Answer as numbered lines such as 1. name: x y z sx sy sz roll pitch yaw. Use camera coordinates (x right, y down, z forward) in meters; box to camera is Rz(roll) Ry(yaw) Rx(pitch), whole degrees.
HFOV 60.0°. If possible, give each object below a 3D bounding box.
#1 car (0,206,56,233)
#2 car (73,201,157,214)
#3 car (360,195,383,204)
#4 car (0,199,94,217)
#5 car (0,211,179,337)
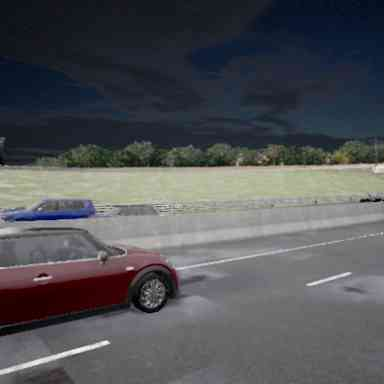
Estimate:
1. car: -11.599 1.746 21.555 4.892 1.490 1.837 0 -1 -37
2. car: -3.883 1.524 18.603 4.553 1.767 2.097 0 0 -37
3. car: 27.641 1.167 50.971 4.718 1.301 1.895 -2 0 -37
4. car: -8.342 1.430 19.629 5.566 2.045 2.150 0 -1 -37
5. car: -2.472 1.422 6.276 4.553 1.767 2.097 0 -1 -37
